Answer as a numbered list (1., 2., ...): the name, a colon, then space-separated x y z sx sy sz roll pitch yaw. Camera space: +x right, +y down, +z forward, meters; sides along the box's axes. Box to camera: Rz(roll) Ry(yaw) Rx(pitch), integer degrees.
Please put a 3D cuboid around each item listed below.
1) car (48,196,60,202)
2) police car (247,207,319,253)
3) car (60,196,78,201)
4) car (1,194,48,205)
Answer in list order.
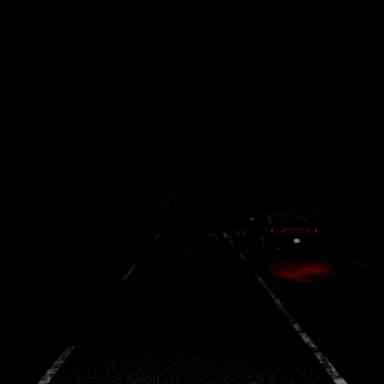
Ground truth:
1. car: -21.003 1.394 50.149 2.097 1.767 4.553 0 0 0
2. police car: 3.511 1.429 13.757 1.930 1.638 5.238 0 0 0
3. car: -17.503 1.177 50.125 2.033 1.411 5.357 0 0 0
4. car: -17.588 1.224 34.625 2.150 2.045 5.566 0 0 0
